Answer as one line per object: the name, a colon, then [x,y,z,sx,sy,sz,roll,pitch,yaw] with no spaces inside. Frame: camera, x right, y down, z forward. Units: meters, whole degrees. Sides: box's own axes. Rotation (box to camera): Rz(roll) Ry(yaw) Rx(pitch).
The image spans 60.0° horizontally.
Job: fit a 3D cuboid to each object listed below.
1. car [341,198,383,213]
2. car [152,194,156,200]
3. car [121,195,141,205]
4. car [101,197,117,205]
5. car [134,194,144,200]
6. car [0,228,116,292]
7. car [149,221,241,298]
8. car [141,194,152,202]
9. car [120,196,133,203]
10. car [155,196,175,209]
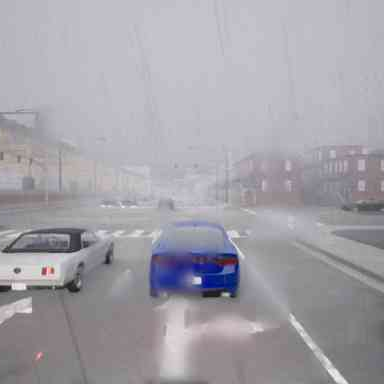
car: [18.834,1.462,36.046,5.008,1.535,1.882,0,0,0]
car: [-10.406,1.320,87.640,1.882,1.535,5.008,0,0,0]
car: [-10.514,1.329,56.082,2.097,1.767,4.553,0,0,0]
car: [-14.012,1.538,56.542,1.994,1.385,4.181,0,0,0]
car: [-13.906,1.393,86.990,1.812,1.442,4.674,0,0,0]
car: [-3.420,1.597,8.838,1.895,1.301,4.718,0,0,0]
car: [0.075,1.474,8.571,1.882,1.535,5.008,0,0,1]
car: [-10.423,1.469,71.731,1.837,1.490,4.892,0,0,0]
car: [-13.923,1.565,71.167,1.895,1.301,4.718,0,0,0]
car: [-3.352,1.486,43.822,1.837,1.490,4.892,0,0,0]
